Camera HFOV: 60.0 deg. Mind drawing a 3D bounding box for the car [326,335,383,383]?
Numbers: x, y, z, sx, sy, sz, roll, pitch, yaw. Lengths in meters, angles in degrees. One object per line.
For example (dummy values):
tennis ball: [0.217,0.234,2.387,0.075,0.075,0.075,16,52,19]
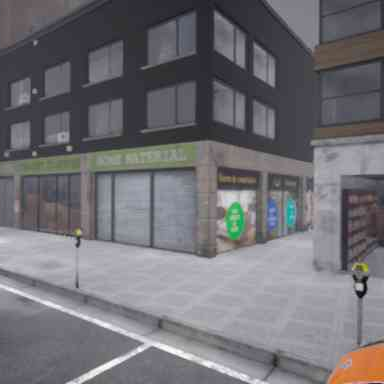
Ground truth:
car: [2.818,1.377,1.314,4.553,1.767,2.097,0,0,37]
